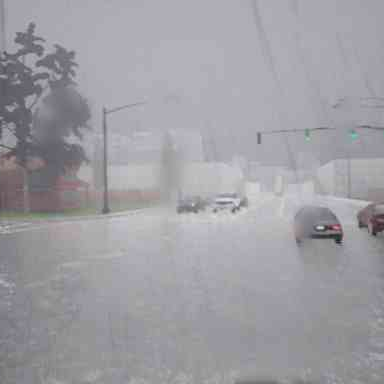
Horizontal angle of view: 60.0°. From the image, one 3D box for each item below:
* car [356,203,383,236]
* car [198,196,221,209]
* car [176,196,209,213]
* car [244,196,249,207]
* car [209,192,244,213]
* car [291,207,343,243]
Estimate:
[{"bbox_3d":[9.719,1.272,16.847,1.882,1.535,5.008,-1,0,16],"label":"car"},{"bbox_3d":[2.281,1.312,42.411,1.994,1.385,4.181,-1,0,17],"label":"car"},{"bbox_3d":[-0.081,1.182,34.103,2.097,1.767,4.553,-1,0,16],"label":"car"},{"bbox_3d":[6.244,1.164,43.549,1.882,1.535,5.008,-1,0,16],"label":"car"},{"bbox_3d":[3.638,0.998,34.376,2.150,2.045,5.566,-1,0,16],"label":"car"},{"bbox_3d":[5.640,1.408,15.280,2.033,1.411,5.357,-1,0,16],"label":"car"}]
